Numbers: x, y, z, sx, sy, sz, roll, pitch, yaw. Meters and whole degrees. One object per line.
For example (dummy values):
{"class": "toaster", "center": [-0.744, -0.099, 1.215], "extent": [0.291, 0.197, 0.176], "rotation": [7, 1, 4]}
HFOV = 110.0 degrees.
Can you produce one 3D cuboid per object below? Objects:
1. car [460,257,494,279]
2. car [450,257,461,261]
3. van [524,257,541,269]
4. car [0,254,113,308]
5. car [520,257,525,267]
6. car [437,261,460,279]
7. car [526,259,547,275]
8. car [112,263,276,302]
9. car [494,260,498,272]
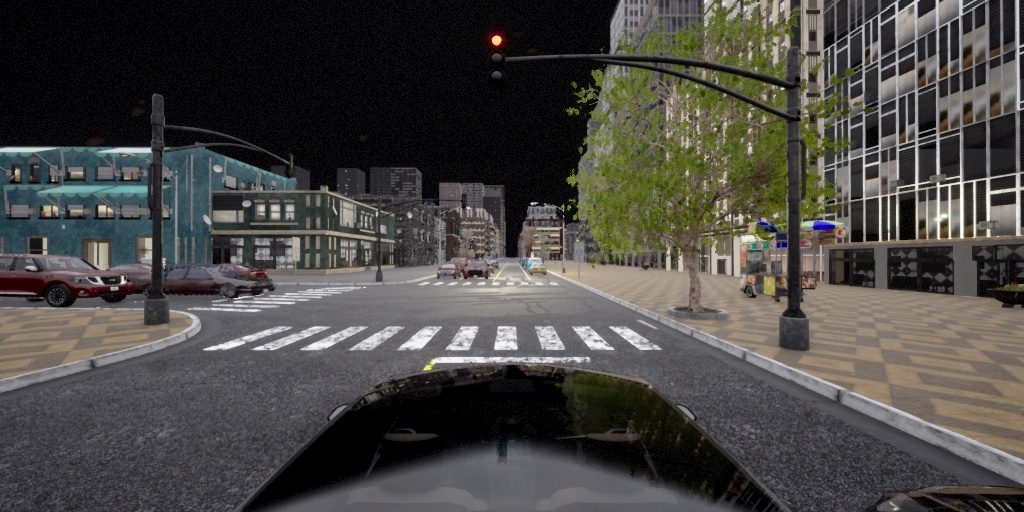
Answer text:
{"class": "car", "center": [-3.069, 1.104, 32.220], "extent": [2.097, 1.767, 4.553], "rotation": [0, 0, 0]}
{"class": "car", "center": [-5.654, 1.067, 38.075], "extent": [2.192, 1.841, 5.009], "rotation": [0, 0, 0]}
{"class": "van", "center": [2.732, 1.094, 43.621], "extent": [1.690, 1.789, 3.998], "rotation": [0, 0, 0]}
{"class": "car", "center": [-17.147, 0.850, 13.147], "extent": [5.009, 1.841, 2.192], "rotation": [0, 0, -1]}
{"class": "car", "center": [2.742, 1.305, 54.723], "extent": [2.007, 1.370, 4.403], "rotation": [0, 0, 0]}
{"class": "car", "center": [-5.659, 1.334, 32.524], "extent": [1.802, 1.307, 4.207], "rotation": [0, 0, 0]}
{"class": "car", "center": [2.727, 1.278, 38.239], "extent": [1.751, 1.417, 4.829], "rotation": [0, 0, 0]}
{"class": "car", "center": [-13.725, 1.139, 15.940], "extent": [5.357, 1.411, 2.033], "rotation": [1, 0, -4]}
{"class": "car", "center": [-3.060, 1.317, 42.133], "extent": [1.994, 1.385, 4.181], "rotation": [0, 0, 0]}
